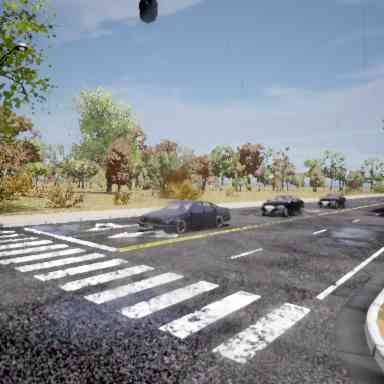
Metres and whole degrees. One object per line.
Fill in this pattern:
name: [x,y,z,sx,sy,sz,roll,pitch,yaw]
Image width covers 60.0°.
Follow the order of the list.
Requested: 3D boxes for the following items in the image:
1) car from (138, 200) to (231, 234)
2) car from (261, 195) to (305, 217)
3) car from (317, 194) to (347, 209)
car: [-0.109,1.122,16.503,2.033,1.411,5.357,3,2,39]
car: [6.962,1.002,25.227,2.128,1.511,4.902,3,2,39]
car: [14.695,0.927,34.750,2.128,1.511,4.902,3,3,39]
